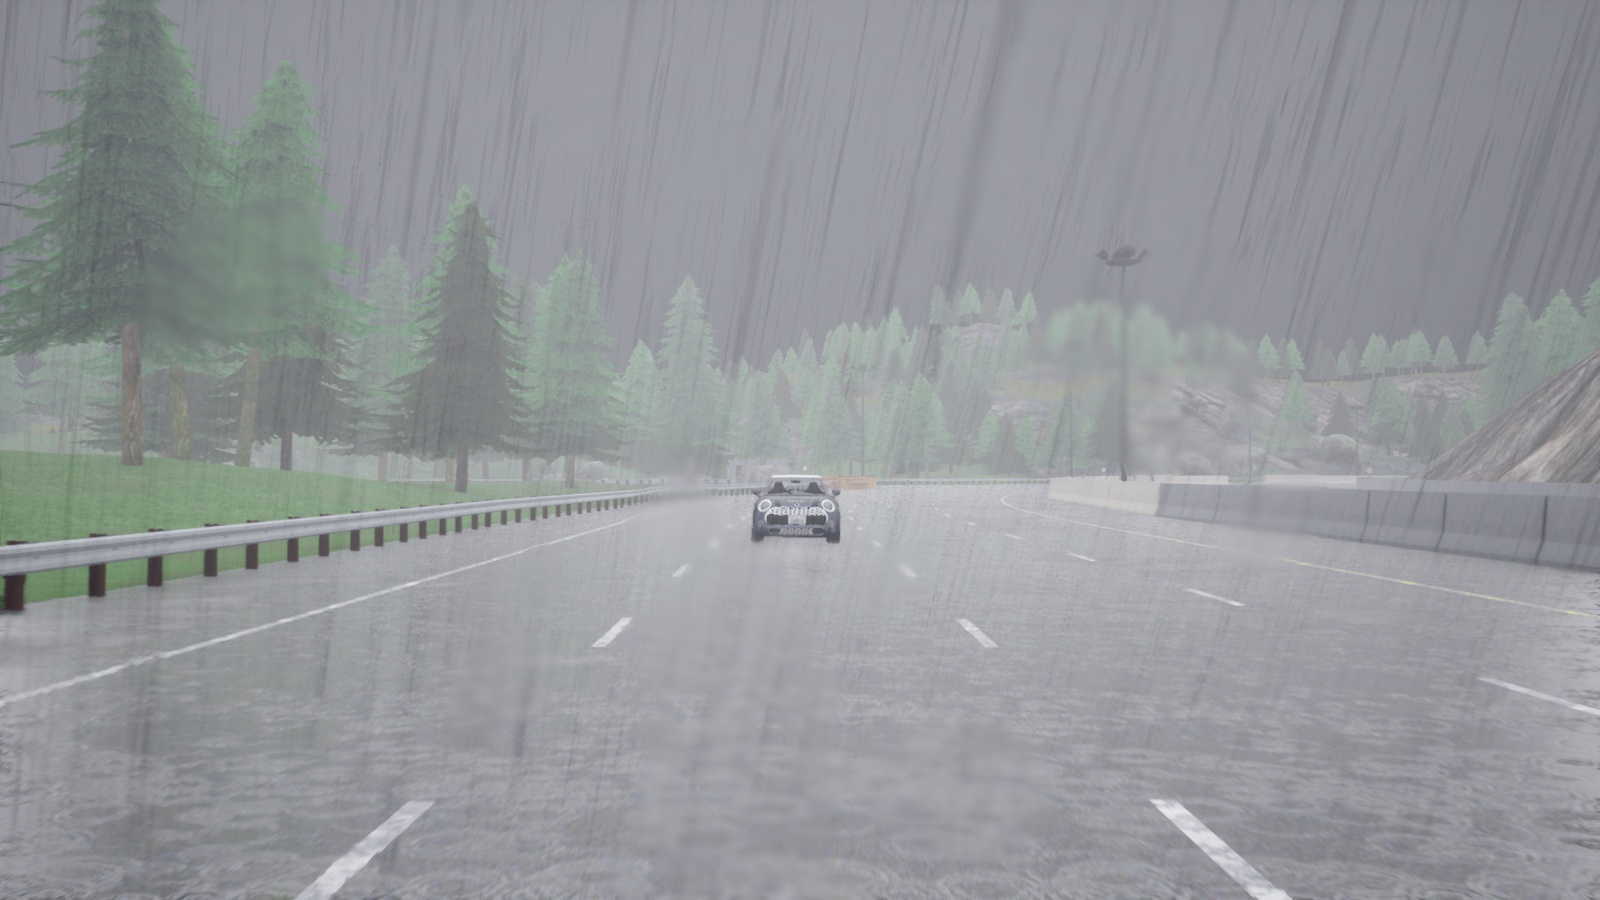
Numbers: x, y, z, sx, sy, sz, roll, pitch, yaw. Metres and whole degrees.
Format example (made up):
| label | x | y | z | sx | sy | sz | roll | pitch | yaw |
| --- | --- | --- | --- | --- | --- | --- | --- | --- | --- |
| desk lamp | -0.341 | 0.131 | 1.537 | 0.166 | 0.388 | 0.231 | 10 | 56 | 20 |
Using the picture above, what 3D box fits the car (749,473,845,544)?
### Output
| label | x | y | z | sx | sy | sz | roll | pitch | yaw |
| --- | --- | --- | --- | --- | --- | --- | --- | --- | --- |
| car | -0.068 | 1.248 | 27.937 | 1.970 | 1.475 | 3.806 | 0 | -1 | 0 |
